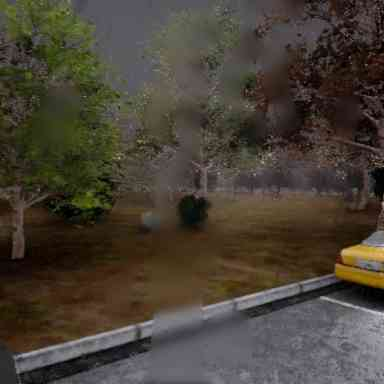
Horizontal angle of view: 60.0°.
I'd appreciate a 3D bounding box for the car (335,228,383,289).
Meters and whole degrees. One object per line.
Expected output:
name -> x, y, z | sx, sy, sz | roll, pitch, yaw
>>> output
car -> 5.727, 1.446, 8.136 | 5.366, 1.575, 1.946 | 0, 0, -33
